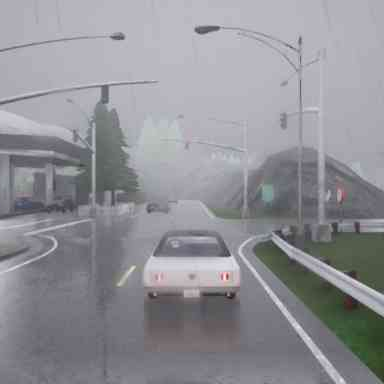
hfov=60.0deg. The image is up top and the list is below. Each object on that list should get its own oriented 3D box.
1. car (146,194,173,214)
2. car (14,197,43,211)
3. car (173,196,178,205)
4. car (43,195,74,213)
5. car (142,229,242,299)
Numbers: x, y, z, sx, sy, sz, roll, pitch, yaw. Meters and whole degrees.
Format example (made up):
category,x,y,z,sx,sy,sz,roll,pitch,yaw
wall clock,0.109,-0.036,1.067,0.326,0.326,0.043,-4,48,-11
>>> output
category,x,y,z,sx,sy,sz,roll,pitch,yaw
car,-3.498,1.302,35.467,2.150,2.045,5.566,0,2,0
car,-20.232,1.462,41.228,2.242,1.667,4.611,0,0,-1
car,-3.497,1.467,60.032,2.033,1.411,5.357,0,0,0
car,-14.526,1.297,36.949,1.905,1.878,3.866,0,0,-1
car,0.001,1.597,8.392,1.895,1.301,4.718,0,0,0
